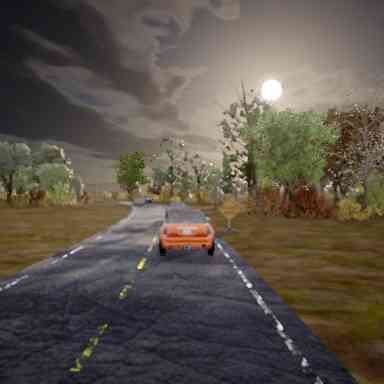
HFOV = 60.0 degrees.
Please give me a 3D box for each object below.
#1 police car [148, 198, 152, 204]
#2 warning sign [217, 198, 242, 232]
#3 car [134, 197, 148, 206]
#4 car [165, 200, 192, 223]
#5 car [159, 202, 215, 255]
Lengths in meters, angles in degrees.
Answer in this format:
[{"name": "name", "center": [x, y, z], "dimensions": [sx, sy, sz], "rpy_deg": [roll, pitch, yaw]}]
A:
[{"name": "police car", "center": [-11.845, 2.310, 88.432], "dimensions": [1.930, 1.638, 5.238], "rpy_deg": [0, -1, -17]}, {"name": "warning sign", "center": [2.141, 1.304, 19.101], "dimensions": [1.300, 1.860, 1.060], "rpy_deg": [0, 0, -3]}, {"name": "car", "center": [-11.169, 2.062, 70.818], "dimensions": [2.097, 1.767, 4.553], "rpy_deg": [0, -1, -13]}, {"name": "car", "center": [-1.284, 1.641, 29.233], "dimensions": [2.097, 1.767, 4.553], "rpy_deg": [0, -1, -5]}, {"name": "car", "center": [-0.264, 1.492, 14.192], "dimensions": [2.097, 1.767, 4.553], "rpy_deg": [0, -1, -2]}]
